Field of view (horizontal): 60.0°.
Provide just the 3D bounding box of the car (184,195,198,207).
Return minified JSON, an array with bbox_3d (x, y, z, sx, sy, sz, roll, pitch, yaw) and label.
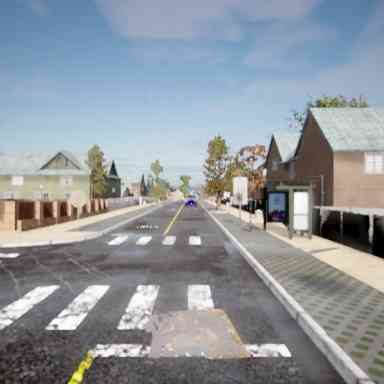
[{"bbox_3d":[-0.127,1.695,53.957,1.812,1.442,4.674,0,0,0],"label":"car"}]
